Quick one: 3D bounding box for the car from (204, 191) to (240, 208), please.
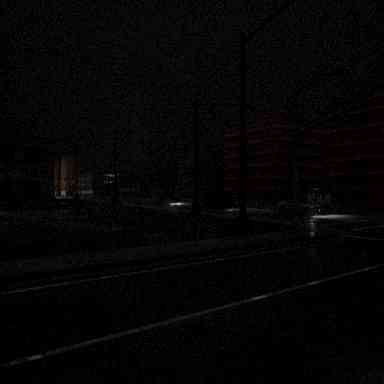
[{"bbox_3d":[3.847,0.914,42.367,2.150,2.045,5.566,0,1,-36],"label":"car"}]

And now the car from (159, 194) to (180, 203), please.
[{"bbox_3d":[-3.643,1.023,53.327,1.994,1.385,4.181,0,1,-34],"label":"car"}]

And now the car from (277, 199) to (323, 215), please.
[{"bbox_3d":[10.481,1.393,32.690,1.812,1.442,4.674,0,1,-34],"label":"car"}]
